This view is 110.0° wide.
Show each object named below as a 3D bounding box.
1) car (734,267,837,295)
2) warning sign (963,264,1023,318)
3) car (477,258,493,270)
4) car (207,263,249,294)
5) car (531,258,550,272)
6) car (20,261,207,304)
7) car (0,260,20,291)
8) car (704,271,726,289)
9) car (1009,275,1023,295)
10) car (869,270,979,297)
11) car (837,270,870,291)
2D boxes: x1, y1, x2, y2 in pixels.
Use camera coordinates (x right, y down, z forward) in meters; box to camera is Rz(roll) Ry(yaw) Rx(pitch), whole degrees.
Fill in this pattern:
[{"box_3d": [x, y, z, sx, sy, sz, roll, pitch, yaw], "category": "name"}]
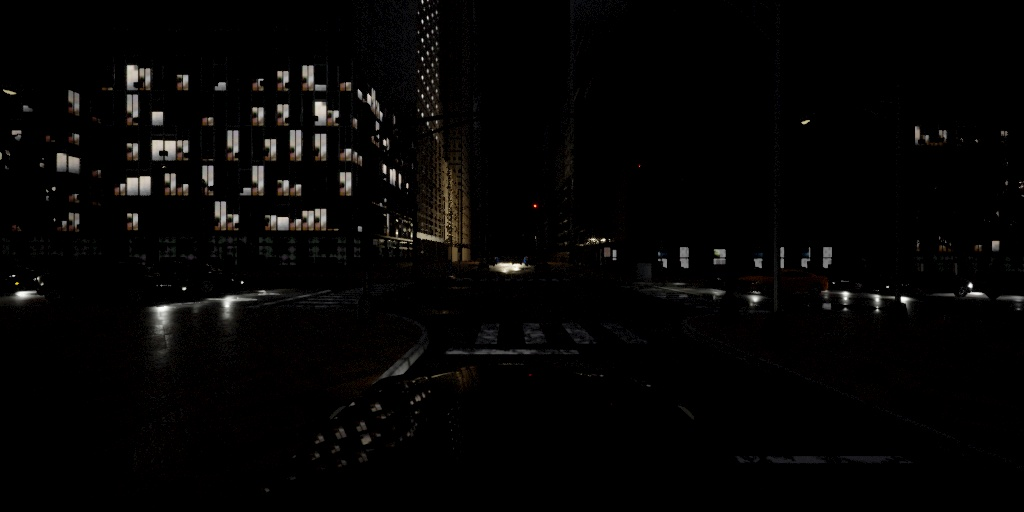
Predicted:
[{"box_3d": [16.729, 1.554, 22.295, 5.008, 1.535, 1.882, 1, 0, -3], "category": "car"}, {"box_3d": [17.261, 1.204, 12.860, 1.060, 1.860, 1.300, 0, 0, -3], "category": "warning sign"}, {"box_3d": [-4.087, 1.342, 52.129, 1.802, 1.307, 4.207, 0, 0, 0], "category": "car"}, {"box_3d": [-15.525, 0.995, 17.306, 4.892, 1.490, 1.837, 1, 0, -3], "category": "car"}, {"box_3d": [3.873, 1.329, 46.646, 1.948, 1.339, 4.313, 0, 0, 0], "category": "car"}, {"box_3d": [-15.373, 0.998, 14.059, 4.892, 1.490, 1.837, 1, 0, -3], "category": "car"}, {"box_3d": [-24.452, 0.890, 16.885, 4.181, 1.385, 1.994, 1, 0, -3], "category": "car"}, {"box_3d": [16.320, 1.546, 25.529, 5.008, 1.535, 1.882, 1, 0, -3], "category": "car"}, {"box_3d": [35.915, 2.021, 23.201, 4.718, 1.301, 1.895, 1, 0, -3], "category": "car"}, {"box_3d": [26.129, 1.750, 22.743, 4.892, 1.490, 1.837, 1, 0, -3], "category": "car"}, {"box_3d": [25.617, 1.740, 25.971, 4.892, 1.490, 1.837, 1, 0, -3], "category": "car"}]
